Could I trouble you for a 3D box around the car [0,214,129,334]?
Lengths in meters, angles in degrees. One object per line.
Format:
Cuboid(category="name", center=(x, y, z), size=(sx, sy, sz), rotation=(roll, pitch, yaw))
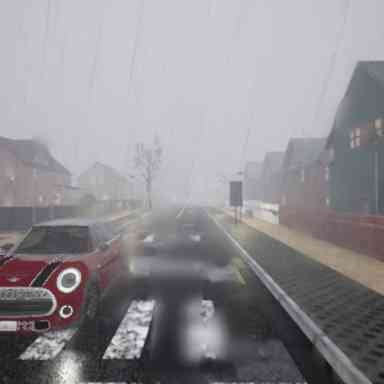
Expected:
Cuboid(category="car", center=(-2.754, 1.419, 7.187), size=(2.097, 1.767, 4.553), rotation=(0, -1, 0))
